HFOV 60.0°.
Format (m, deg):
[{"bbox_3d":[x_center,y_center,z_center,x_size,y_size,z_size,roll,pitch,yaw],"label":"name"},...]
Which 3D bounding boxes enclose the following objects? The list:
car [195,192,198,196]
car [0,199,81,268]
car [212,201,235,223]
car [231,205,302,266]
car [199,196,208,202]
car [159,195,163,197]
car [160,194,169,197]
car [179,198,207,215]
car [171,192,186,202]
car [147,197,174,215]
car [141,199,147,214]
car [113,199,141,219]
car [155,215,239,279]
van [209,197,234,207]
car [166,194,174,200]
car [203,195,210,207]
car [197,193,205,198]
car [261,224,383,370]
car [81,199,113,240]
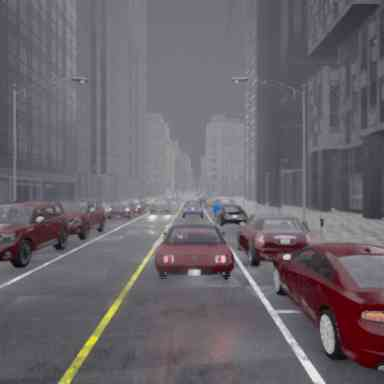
[{"bbox_3d":[2.622,1.442,90.377,1.967,1.590,4.097,0,0,0],"label":"car"},{"bbox_3d":[-5.864,1.302,11.440,2.192,1.841,5.009,0,0,0],"label":"car"},{"bbox_3d":[2.656,1.542,22.708,1.947,1.339,4.313,0,0,0],"label":"car"},{"bbox_3d":[2.662,1.427,11.430,1.967,1.590,4.097,0,0,0],"label":"car"},{"bbox_3d":[2.628,1.560,79.099,2.008,1.369,4.403,0,0,0],"label":"car"},{"bbox_3d":[-5.892,1.518,50.713,1.752,1.417,4.829,0,0,1],"label":"car"},{"bbox_3d":[-5.891,1.531,62.026,1.752,1.417,4.829,0,0,0],"label":"car"},{"bbox_3d":[0.079,1.522,30.733,2.033,1.411,5.357,0,0,0],"label":"car"},{"bbox_3d":[-3.037,1.264,75.165,2.097,1.767,4.553,0,0,0],"label":"car"},{"bbox_3d":[-3.116,1.501,33.883,1.812,1.442,4.674,0,0,0],"label":"car"},{"bbox_3d":[-5.876,1.416,33.997,1.967,1.590,4.097,0,0,0],"label":"car"},{"bbox_3d":[-5.873,1.415,28.358,1.967,1.590,4.097,0,0,0],"label":"car"},{"bbox_3d":[0.073,1.589,9.978,1.895,1.301,4.718,0,0,0],"label":"car"},{"bbox_3d":[2.652,1.316,28.347,1.690,1.788,3.998,0,0,0],"label":"van"},{"bbox_3d":[-5.904,1.442,90.398,1.967,1.590,4.097,0,0,0],"label":"car"},{"bbox_3d":[2.644,1.513,45.471,1.752,1.417,4.829,0,0,1],"label":"car"},{"bbox_3d":[2.359,1.353,55.976,2.097,1.767,4.553,0,0,0],"label":"car"},{"bbox_3d":[2.665,1.538,5.791,1.887,1.381,4.507,0,0,0],"label":"car"},{"bbox_3d":[-5.866,1.296,17.078,2.192,1.841,5.009,0,0,0],"label":"car"}]
